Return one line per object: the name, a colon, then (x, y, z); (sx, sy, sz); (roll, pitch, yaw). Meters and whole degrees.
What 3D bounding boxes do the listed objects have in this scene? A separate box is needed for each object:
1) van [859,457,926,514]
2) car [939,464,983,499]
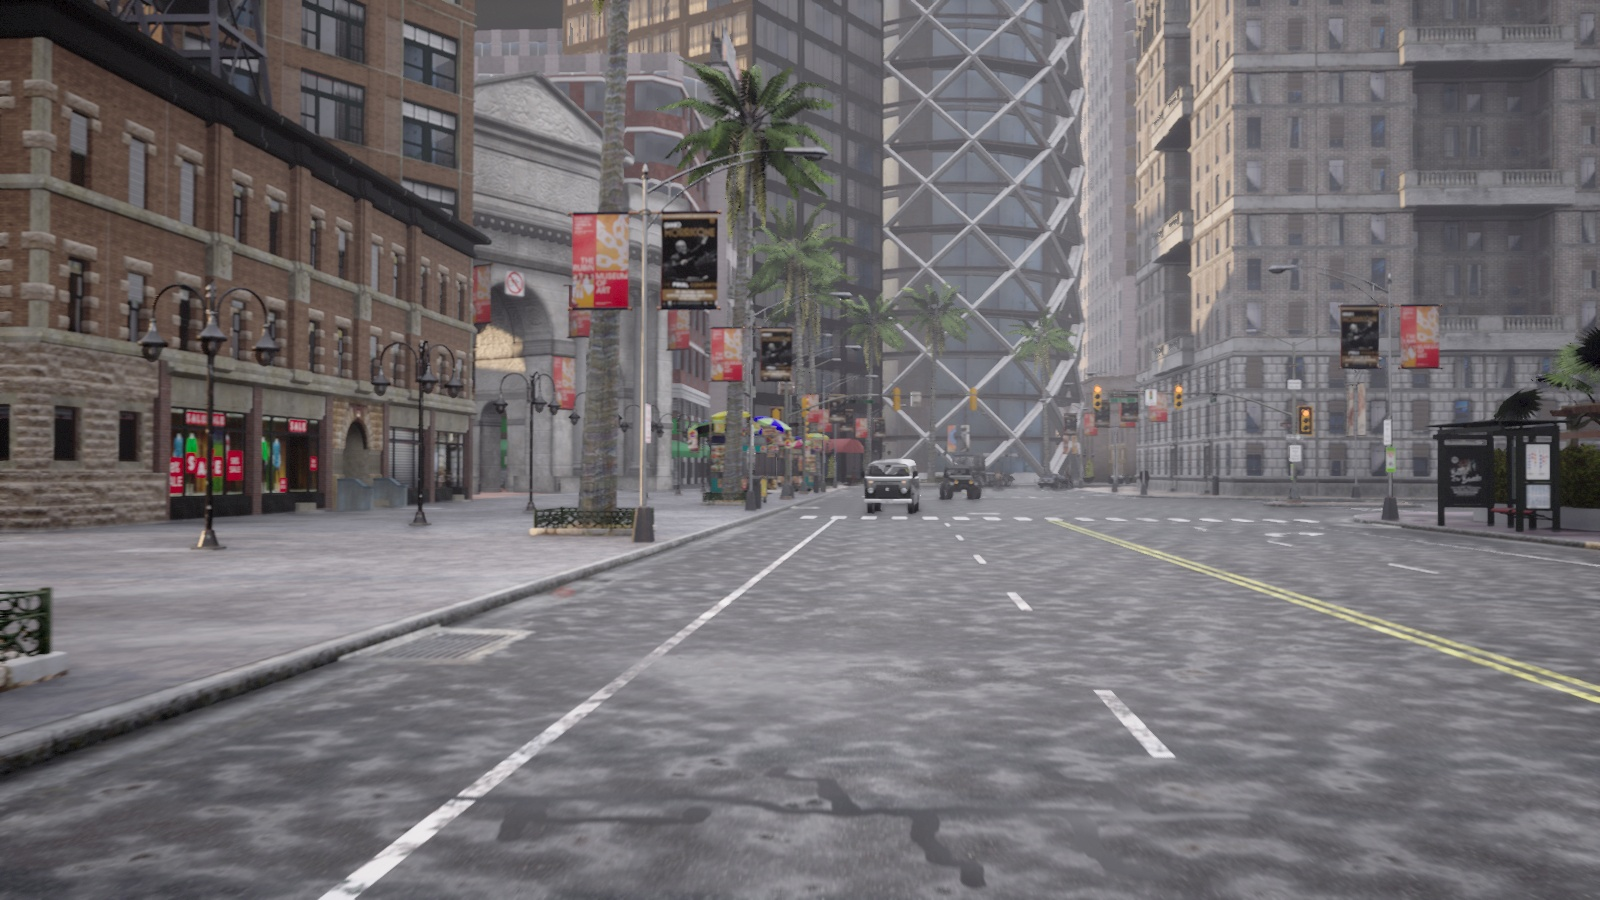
van: (3.540, 1.315, 47.197); (2.069, 2.038, 4.480); (-1, -1, 10)
car: (9.111, 1.769, 71.283); (1.905, 1.878, 3.866); (0, -1, -1)
